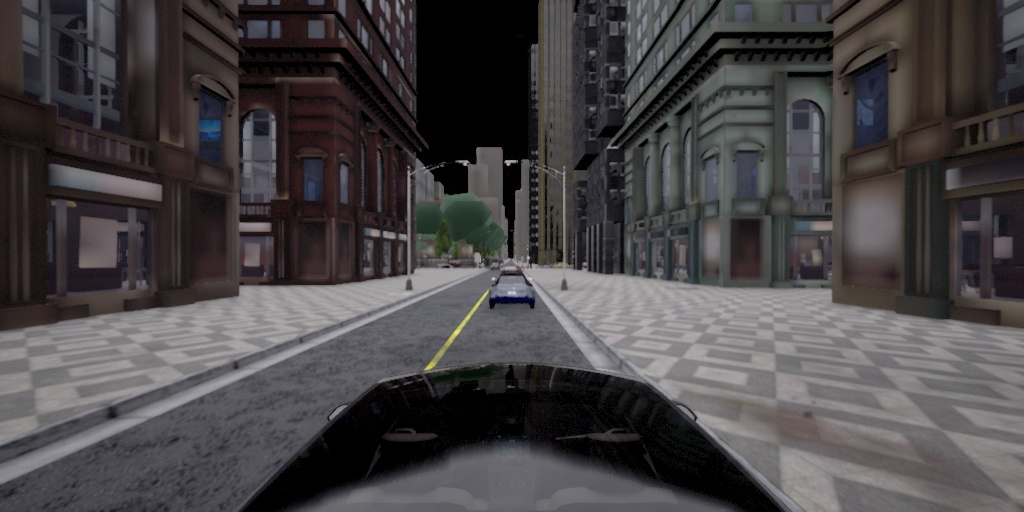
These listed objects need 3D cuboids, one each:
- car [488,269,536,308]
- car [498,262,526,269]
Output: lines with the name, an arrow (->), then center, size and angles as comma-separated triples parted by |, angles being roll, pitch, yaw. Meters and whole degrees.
car -> 0.003, 1.452, 16.177 | 1.994, 1.385, 4.181 | 0, -1, 0
car -> -0.002, 1.518, 31.325 | 1.882, 1.535, 5.008 | 0, 0, 0
